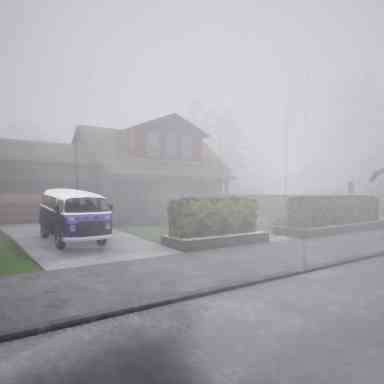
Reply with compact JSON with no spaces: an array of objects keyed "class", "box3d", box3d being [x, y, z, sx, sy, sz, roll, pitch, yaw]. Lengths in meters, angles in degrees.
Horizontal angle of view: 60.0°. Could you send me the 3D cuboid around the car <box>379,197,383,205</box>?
[{"class":"car","box3d":[24.700,0.985,41.441,3.866,1.878,1.905,0,0,0]}]
